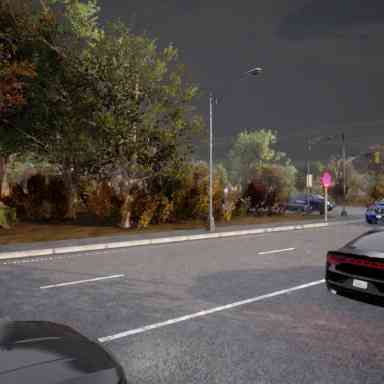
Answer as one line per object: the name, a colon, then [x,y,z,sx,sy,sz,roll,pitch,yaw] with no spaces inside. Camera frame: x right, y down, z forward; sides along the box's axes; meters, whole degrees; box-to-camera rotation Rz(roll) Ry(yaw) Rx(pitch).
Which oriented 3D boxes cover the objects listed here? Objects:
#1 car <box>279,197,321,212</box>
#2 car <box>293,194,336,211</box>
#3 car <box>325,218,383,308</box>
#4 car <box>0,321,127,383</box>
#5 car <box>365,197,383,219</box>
car: [12.062,1.564,38.178,1.994,1.385,4.181,0,0,-32]
car: [14.662,1.221,40.649,2.150,2.045,5.566,0,0,-31]
car: [4.986,1.478,7.329,5.008,1.535,1.882,0,0,-36]
car: [-2.729,1.505,1.790,4.892,1.490,1.837,0,0,-36]
car: [14.132,1.221,22.759,5.566,2.045,2.150,0,0,-36]
